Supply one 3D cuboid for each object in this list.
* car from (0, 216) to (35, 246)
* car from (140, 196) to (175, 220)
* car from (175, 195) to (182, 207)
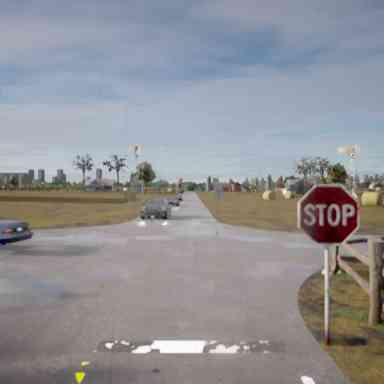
[{"bbox_3d":[-8.750,1.367,12.259,5.357,1.411,2.033,1,0,4],"label":"car"},{"bbox_3d":[-2.877,1.286,27.242,2.097,1.767,4.553,0,0,2],"label":"car"},{"bbox_3d":[-2.747,1.396,46.366,1.994,1.385,4.181,0,0,0],"label":"car"}]
